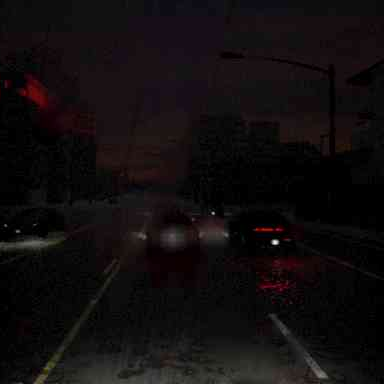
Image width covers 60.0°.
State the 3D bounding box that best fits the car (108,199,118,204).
[{"bbox_3d":[-18.633,2.222,78.237,1.895,1.301,4.718,0,-1,-7],"label":"car"}]

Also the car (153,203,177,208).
[{"bbox_3d":[-2.314,1.582,28.455,1.895,1.301,4.718,0,0,-11],"label":"car"}]

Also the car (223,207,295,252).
[{"bbox_3d":[2.708,1.468,13.791,1.837,1.490,4.892,0,0,-3],"label":"car"}]

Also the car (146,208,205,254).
[{"bbox_3d":[-0.778,1.550,13.507,1.994,1.385,4.181,0,0,-4],"label":"car"}]

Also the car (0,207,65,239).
[{"bbox_3d":[-8.192,1.556,17.685,1.812,1.442,4.674,0,0,-4],"label":"car"}]

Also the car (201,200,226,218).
[{"bbox_3d":[1.895,1.460,29.452,1.837,1.490,4.892,-1,0,4],"label":"car"}]
